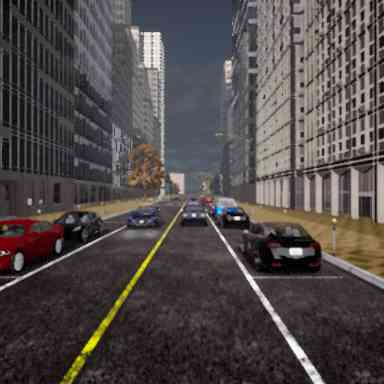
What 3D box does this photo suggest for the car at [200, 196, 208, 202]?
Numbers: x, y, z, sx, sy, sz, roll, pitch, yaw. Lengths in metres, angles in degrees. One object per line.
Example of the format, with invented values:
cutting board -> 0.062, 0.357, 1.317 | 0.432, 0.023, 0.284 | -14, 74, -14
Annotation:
car -> 2.821, 1.672, 79.222 | 1.752, 1.417, 4.829 | 0, 0, 0

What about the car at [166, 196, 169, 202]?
car -> -5.569, 1.691, 73.386 | 2.008, 1.369, 4.403 | 0, 0, 0

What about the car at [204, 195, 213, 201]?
car -> 2.785, 1.432, 56.284 | 2.192, 1.841, 5.009 | 0, 0, 0

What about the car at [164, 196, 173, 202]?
car -> -5.560, 1.712, 79.079 | 1.947, 1.339, 4.313 | 0, 0, 0

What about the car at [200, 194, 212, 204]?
car -> 2.804, 1.448, 67.669 | 2.192, 1.841, 5.009 | 0, 0, 0

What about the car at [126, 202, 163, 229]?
car -> -3.063, 1.619, 22.182 | 1.994, 1.385, 4.181 | 0, 0, 0

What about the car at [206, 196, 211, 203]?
car -> 2.748, 1.519, 33.515 | 1.967, 1.590, 4.097 | 0, 0, 0

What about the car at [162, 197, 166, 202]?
car -> -5.606, 1.659, 50.617 | 2.008, 1.369, 4.403 | 0, 0, 0

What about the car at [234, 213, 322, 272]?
car -> 2.710, 1.594, 10.746 | 1.947, 1.339, 4.313 | 0, 0, 0

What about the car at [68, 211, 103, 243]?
car -> -5.661, 1.608, 16.460 | 1.947, 1.339, 4.313 | 0, 0, 0

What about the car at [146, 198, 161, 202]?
car -> -5.615, 1.624, 44.753 | 1.752, 1.417, 4.829 | 0, 0, 0

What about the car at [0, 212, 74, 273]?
car -> -5.670, 1.573, 10.768 | 1.887, 1.381, 4.507 | 0, 0, 0

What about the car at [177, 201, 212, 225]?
car -> 0.141, 1.608, 24.609 | 2.033, 1.411, 5.357 | 0, 0, 0

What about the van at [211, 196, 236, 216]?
van -> 2.739, 1.409, 27.825 | 1.690, 1.788, 3.998 | 0, 0, 0

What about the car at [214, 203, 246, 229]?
car -> 2.729, 1.621, 22.130 | 1.947, 1.339, 4.313 | 0, 0, 0

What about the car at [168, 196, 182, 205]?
car -> -2.928, 1.630, 63.064 | 1.837, 1.490, 4.892 | 0, 0, 1

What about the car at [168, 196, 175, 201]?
car -> -5.541, 1.739, 90.461 | 1.802, 1.307, 4.206 | 0, 0, 0

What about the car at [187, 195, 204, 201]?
car -> 0.168, 1.523, 42.544 | 2.033, 1.649, 4.856 | 0, -1, 0
